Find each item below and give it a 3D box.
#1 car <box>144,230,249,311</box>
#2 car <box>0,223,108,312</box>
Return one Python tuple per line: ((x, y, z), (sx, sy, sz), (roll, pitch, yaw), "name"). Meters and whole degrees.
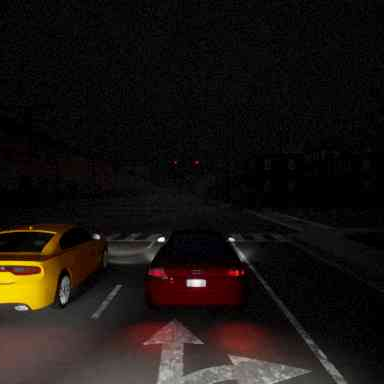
((0.107, 1.564, 7.828), (1.994, 1.385, 4.181), (0, 0, 1), "car")
((-3.385, 1.478, 7.860), (1.882, 1.535, 5.008), (0, 0, 0), "car")
